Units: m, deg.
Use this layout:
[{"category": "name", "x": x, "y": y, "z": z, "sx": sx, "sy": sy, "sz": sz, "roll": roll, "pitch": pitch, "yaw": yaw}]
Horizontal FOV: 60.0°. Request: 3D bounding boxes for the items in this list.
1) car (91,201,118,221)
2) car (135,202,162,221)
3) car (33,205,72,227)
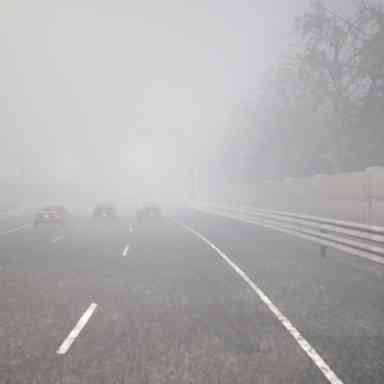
[{"category": "car", "x": -7.391, "y": 1.552, "z": 28.151, "sx": 1.837, "sy": 1.490, "sz": 4.892, "roll": 0, "pitch": 0, "yaw": -15}, {"category": "car", "x": -3.665, "y": 1.547, "z": 27.764, "sx": 1.812, "sy": 1.442, "sz": 4.674, "roll": 0, "pitch": 0, "yaw": -14}, {"category": "car", "x": -9.717, "y": 1.610, "z": 23.369, "sx": 2.033, "sy": 1.411, "sz": 5.357, "roll": 0, "pitch": 0, "yaw": -13}]
